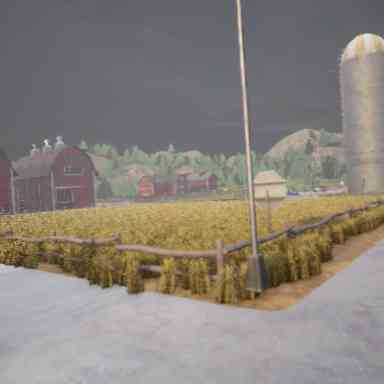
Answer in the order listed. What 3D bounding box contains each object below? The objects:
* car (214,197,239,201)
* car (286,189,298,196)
[{"bbox_3d":[5.963,1.499,58.717,4.718,1.301,1.895,-4,0,39],"label":"car"},{"bbox_3d":[24.810,0.184,85.099,4.611,1.667,2.242,-4,0,39],"label":"car"}]
